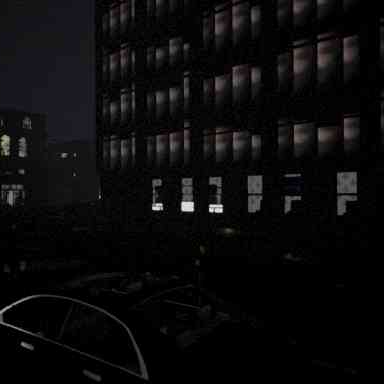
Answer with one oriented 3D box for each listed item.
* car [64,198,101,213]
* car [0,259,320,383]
[{"bbox_3d":[-12.197,1.682,37.287,1.802,1.307,4.206,-1,-1,36],"label":"car"},{"bbox_3d":[-0.978,1.551,3.574,4.403,1.369,2.008,0,0,35],"label":"car"}]
